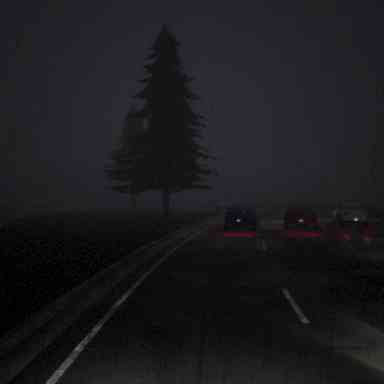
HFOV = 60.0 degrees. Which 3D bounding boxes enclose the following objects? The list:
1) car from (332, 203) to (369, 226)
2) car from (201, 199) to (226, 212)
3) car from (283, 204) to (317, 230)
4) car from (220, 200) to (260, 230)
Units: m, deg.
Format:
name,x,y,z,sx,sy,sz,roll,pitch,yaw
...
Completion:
name,x,y,z,sx,sy,sz,roll,pitch,yaw
car,11.175,1.531,23.611,1.812,1.442,4.674,0,0,16
car,2.947,1.524,39.268,1.812,1.442,4.674,1,-1,-36
car,6.963,1.480,21.572,1.882,1.535,5.008,0,0,16
car,3.299,1.478,21.422,1.882,1.535,5.008,0,0,15
